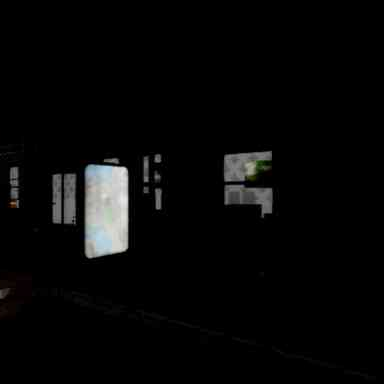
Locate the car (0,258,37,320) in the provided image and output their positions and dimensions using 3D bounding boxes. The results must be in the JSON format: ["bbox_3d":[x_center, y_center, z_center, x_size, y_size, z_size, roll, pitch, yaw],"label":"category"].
[{"bbox_3d":[-4.868,1.541,6.346,4.829,1.417,1.752,0,0,35],"label":"car"}]
